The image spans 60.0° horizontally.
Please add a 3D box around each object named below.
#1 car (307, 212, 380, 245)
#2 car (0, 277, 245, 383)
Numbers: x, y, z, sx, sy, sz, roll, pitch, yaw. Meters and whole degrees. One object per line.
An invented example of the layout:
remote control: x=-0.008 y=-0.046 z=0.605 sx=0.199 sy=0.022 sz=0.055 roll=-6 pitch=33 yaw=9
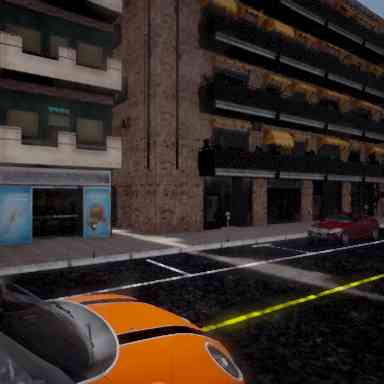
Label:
car: x=7.172 y=1.582 z=15.538 sx=4.206 sy=1.307 sz=1.802 roll=0 pitch=0 yaw=-35
car: x=-1.729 y=1.351 z=2.200 sx=4.553 sy=1.767 sz=2.097 roll=0 pitch=0 yaw=-36
